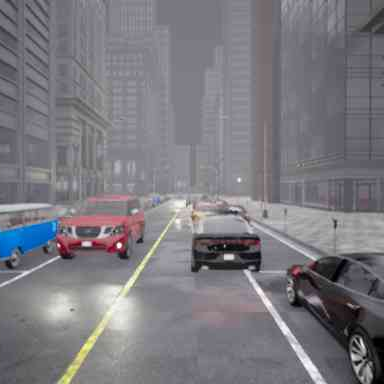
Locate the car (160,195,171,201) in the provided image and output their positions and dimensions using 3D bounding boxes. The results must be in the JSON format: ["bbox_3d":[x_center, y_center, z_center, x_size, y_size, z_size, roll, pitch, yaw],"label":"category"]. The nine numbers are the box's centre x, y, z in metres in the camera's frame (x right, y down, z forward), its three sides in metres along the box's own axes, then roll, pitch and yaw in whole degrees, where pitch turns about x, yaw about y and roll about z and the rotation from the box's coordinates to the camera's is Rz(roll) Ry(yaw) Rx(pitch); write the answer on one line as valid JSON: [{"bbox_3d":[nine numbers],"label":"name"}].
[{"bbox_3d":[-5.724,1.251,72.631,1.947,1.339,4.313,0,0,0],"label":"car"}]

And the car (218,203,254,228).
[{"bbox_3d":[2.772,1.478,21.904,1.802,1.307,4.206,0,0,0],"label":"car"}]

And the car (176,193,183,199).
[{"bbox_3d":[-2.951,1.151,85.606,1.837,1.490,4.892,0,0,0],"label":"car"}]

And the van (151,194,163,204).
[{"bbox_3d":[-5.738,1.112,50.084,1.690,1.788,3.998,0,0,0],"label":"van"}]

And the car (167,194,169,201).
[{"bbox_3d":[-5.730,1.309,61.359,1.802,1.307,4.206,0,0,0],"label":"car"}]

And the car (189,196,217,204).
[{"bbox_3d":[0.915,1.352,26.603,1.882,1.535,5.008,0,0,0],"label":"car"}]

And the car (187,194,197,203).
[{"bbox_3d":[0.037,1.221,64.085,1.837,1.490,4.892,0,0,0],"label":"car"}]

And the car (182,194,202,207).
[{"bbox_3d":[0.046,1.333,46.605,2.033,1.411,5.357,0,0,0],"label":"car"}]

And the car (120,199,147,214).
[{"bbox_3d":[-5.746,1.410,33.175,1.947,1.339,4.313,0,0,0],"label":"car"}]

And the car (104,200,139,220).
[{"bbox_3d":[-5.749,1.436,27.539,1.947,1.339,4.313,0,0,0],"label":"car"}]

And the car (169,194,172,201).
[{"bbox_3d":[-5.727,1.271,66.995,1.947,1.339,4.313,0,0,0],"label":"car"}]

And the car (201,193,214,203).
[{"bbox_3d":[2.793,1.042,61.355,2.192,1.841,5.009,0,0,0],"label":"car"}]

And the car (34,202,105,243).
[{"bbox_3d":[-5.756,1.363,16.265,1.967,1.590,4.097,0,0,0],"label":"car"}]

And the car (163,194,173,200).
[{"bbox_3d":[-5.721,1.216,78.268,2.008,1.369,4.403,0,0,0],"label":"car"}]

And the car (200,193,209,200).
[{"bbox_3d":[2.804,1.105,78.264,1.967,1.590,4.097,0,0,0],"label":"car"}]

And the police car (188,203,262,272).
[{"bbox_3d":[0.906,1.374,10.712,1.930,1.638,5.238,0,0,0],"label":"police car"}]

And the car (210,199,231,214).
[{"bbox_3d":[2.779,1.426,33.176,1.802,1.307,4.206,0,0,0],"label":"car"}]

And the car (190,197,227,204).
[{"bbox_3d":[0.912,1.357,20.792,1.801,1.575,5.366,0,0,0],"label":"car"}]

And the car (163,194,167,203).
[{"bbox_3d":[-5.734,1.275,55.552,1.752,1.417,4.829,0,0,0],"label":"car"}]

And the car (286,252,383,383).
[{"bbox_3d":[2.763,1.541,4.994,1.947,1.339,4.313,0,0,0],"label":"car"}]

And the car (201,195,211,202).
[{"bbox_3d":[2.798,1.272,66.993,1.947,1.339,4.313,0,0,0],"label":"car"}]

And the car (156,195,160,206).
[{"bbox_3d":[-5.740,1.377,44.449,1.802,1.307,4.206,0,0,0],"label":"car"}]

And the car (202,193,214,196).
[{"bbox_3d":[2.785,1.235,44.448,1.967,1.590,4.097,0,0,0],"label":"car"}]

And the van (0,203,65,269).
[{"bbox_3d":[-5.760,1.290,10.628,1.690,1.788,3.998,0,0,0],"label":"van"}]

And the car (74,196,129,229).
[{"bbox_3d":[-5.754,1.211,21.901,2.192,1.841,5.009,0,0,0],"label":"car"}]

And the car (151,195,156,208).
[{"bbox_3d":[-5.743,1.370,38.812,2.008,1.369,4.403,0,0,0],"label":"car"}]

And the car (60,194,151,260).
[{"bbox_3d":[-3.093,1.161,12.543,2.150,2.045,5.566,0,0,0],"label":"car"}]
